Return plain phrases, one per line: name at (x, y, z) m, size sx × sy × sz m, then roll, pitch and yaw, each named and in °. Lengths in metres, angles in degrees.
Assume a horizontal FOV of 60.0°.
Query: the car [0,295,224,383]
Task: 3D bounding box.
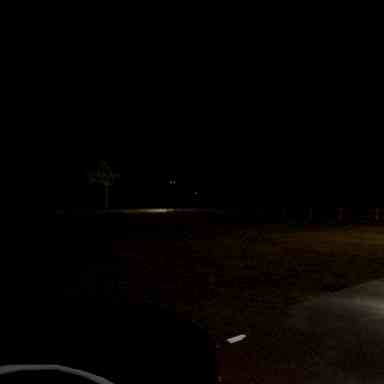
car at (-1.984, 1.490, 1.650) m, size 4.902 × 1.511 × 2.128 m, roll 0°, pitch 0°, yaw -36°
